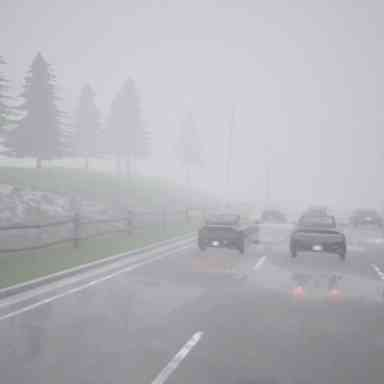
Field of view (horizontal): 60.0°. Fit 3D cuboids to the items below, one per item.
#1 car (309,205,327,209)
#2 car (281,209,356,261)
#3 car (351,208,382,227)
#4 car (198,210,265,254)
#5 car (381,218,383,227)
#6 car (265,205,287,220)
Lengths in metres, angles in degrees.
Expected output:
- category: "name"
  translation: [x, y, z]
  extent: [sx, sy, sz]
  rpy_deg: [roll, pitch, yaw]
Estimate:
- category: "car"
  translation: [10.325, 1.854, 27.285]
  extent: [1.837, 1.490, 4.892]
  rpy_deg: [0, 0, 21]
- category: "car"
  translation: [5.015, 1.660, 13.226]
  extent: [2.128, 1.511, 4.902]
  rpy_deg: [0, 0, 21]
- category: "car"
  translation: [13.679, 1.938, 26.256]
  extent: [1.994, 1.385, 4.181]
  rpy_deg: [0, 0, 21]
- category: "car"
  translation: [1.753, 1.652, 14.495]
  extent: [1.837, 1.490, 4.892]
  rpy_deg: [0, 0, 21]
- category: "car"
  translation: [8.070, 1.785, 11.427]
  extent: [1.895, 1.301, 4.718]
  rpy_deg: [0, -1, 21]
- category: "car"
  translation: [7.275, 1.858, 29.103]
  extent: [1.812, 1.442, 4.674]
  rpy_deg: [0, 0, 21]
